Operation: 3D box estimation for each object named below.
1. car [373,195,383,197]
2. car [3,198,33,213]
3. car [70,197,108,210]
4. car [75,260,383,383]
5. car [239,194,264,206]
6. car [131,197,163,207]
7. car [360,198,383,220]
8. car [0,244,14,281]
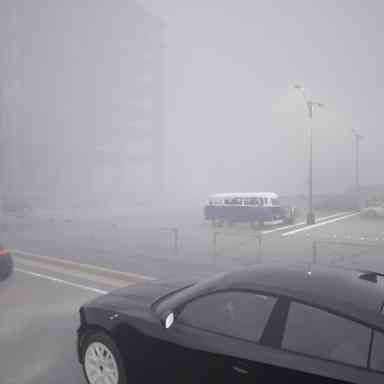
[{"bbox_3d":[17.953,1.153,29.282,4.605,1.855,1.932,0,0,36],"label":"car"},{"bbox_3d":[-18.750,1.422,33.555,1.882,1.535,5.008,0,0,36],"label":"car"},{"bbox_3d":[-12.906,1.422,41.759,1.882,1.535,5.008,0,0,35],"label":"car"},{"bbox_3d":[0.865,1.478,3.378,5.008,1.535,1.882,0,0,36],"label":"car"},{"bbox_3d":[11.436,1.545,63.581,1.895,1.301,4.718,0,0,35],"label":"car"},{"bbox_3d":[-6.741,1.492,50.415,2.033,1.411,5.357,0,0,36],"label":"car"},{"bbox_3d":[14.728,1.395,24.730,3.806,1.475,1.970,0,0,36],"label":"car"},{"bbox_3d":[-6.456,1.564,8.588,4.181,1.385,1.994,0,0,36],"label":"car"}]
